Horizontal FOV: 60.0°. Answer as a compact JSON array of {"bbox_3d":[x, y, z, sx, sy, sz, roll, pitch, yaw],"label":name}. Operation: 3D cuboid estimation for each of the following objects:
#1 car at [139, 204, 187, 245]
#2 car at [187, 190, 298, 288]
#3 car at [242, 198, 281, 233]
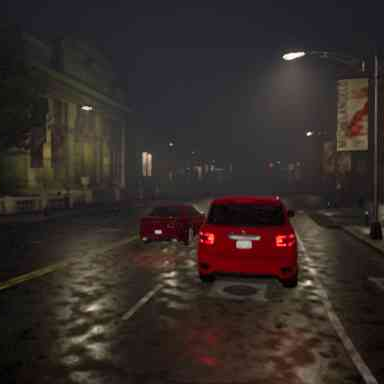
[{"bbox_3d":[-0.646,1.262,14.470,1.882,1.535,5.008,0,1,13],"label":"car"},{"bbox_3d":[1.624,1.083,9.144,2.150,2.045,5.566,0,1,13],"label":"car"},{"bbox_3d":[4.004,1.194,18.801,1.882,1.535,5.008,0,1,14],"label":"car"}]
